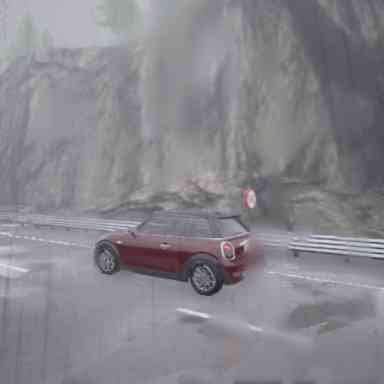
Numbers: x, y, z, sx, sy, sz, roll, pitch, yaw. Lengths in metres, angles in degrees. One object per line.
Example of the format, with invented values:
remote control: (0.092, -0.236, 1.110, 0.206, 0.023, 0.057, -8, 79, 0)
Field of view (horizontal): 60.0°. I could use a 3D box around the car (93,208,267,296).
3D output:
car: (-0.492, 1.275, 8.677, 4.553, 1.767, 2.097, 0, 1, 35)
